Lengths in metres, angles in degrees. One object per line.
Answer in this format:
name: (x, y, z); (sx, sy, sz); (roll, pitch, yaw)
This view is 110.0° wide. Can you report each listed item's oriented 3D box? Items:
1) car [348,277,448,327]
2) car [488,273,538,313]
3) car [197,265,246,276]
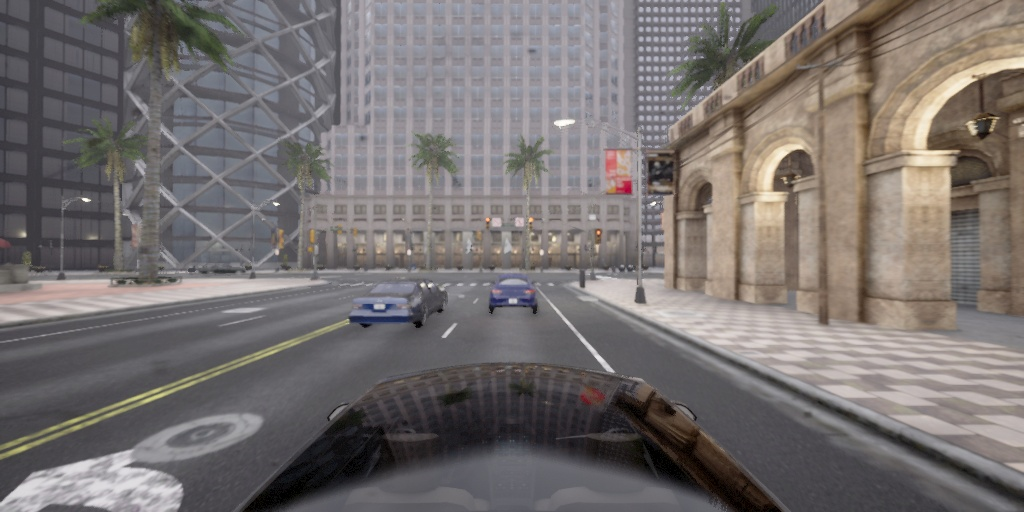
car: (-3.472, 1.407, 11.946); (2.033, 1.411, 5.357); (0, -1, 0)
car: (0.059, 1.415, 14.702); (1.812, 1.442, 4.674); (0, 0, 1)
car: (-36.848, 1.808, 45.665); (1.895, 1.301, 4.718); (-1, -1, 40)
